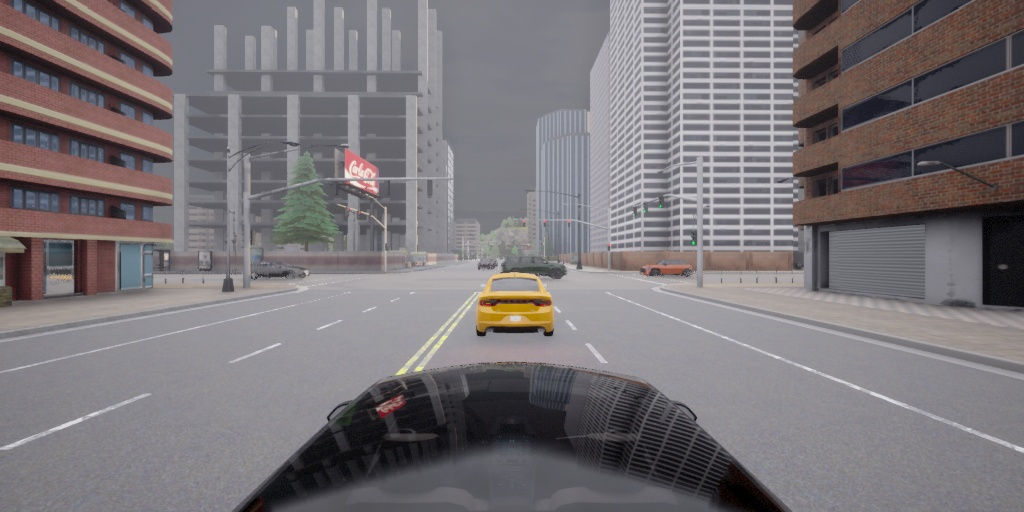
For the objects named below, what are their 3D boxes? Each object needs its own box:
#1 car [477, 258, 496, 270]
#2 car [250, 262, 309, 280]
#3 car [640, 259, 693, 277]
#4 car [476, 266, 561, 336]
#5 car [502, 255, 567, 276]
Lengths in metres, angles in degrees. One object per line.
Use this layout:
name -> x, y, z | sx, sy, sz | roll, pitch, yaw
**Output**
car -> -3.887, 1.102, 52.658 | 2.097, 1.767, 4.553 | 0, 0, 0
car -> -19.837, 1.241, 30.313 | 4.902, 1.511, 2.128 | 0, 0, -2
car -> 14.642, 1.102, 34.251 | 4.553, 1.767, 2.097 | 0, 0, -2
car -> 0.061, 1.228, 10.389 | 1.882, 1.535, 5.008 | 0, 0, 0
car -> 1.854, 0.971, 30.517 | 5.566, 2.045, 2.150 | 0, 0, -1
